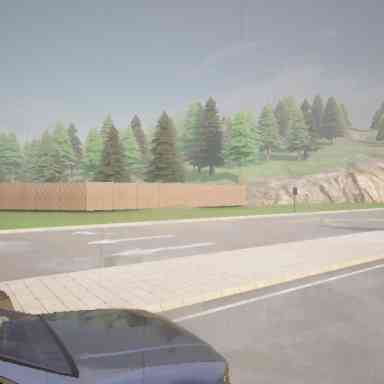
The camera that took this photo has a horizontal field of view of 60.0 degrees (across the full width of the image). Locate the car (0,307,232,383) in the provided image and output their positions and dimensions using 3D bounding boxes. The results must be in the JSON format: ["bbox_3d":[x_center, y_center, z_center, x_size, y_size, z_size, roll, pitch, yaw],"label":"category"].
[{"bbox_3d":[-2.194,1.548,2.189,5.357,1.411,2.033,0,0,-35],"label":"car"}]
